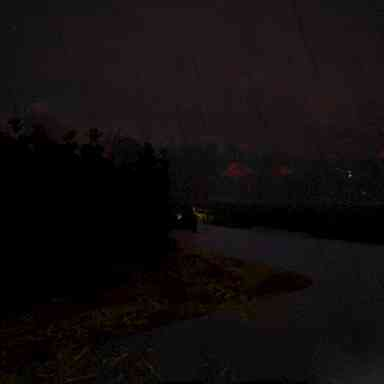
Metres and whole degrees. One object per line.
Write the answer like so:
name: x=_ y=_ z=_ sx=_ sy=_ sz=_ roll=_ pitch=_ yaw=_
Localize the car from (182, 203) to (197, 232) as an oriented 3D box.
car: x=-1.014 y=1.436 z=20.667 sx=2.097 sy=1.767 sz=4.553 roll=0 pitch=0 yaw=-8
